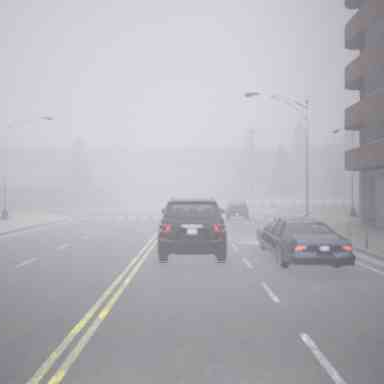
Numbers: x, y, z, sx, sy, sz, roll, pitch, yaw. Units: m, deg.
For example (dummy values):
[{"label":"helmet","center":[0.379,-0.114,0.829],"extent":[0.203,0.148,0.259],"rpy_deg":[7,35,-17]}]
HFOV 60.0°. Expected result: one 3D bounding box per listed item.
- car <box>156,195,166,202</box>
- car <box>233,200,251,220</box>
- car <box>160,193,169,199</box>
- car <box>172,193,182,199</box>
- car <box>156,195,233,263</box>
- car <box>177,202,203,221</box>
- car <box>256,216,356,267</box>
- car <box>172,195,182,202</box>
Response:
[{"label":"car","center":[-7.036,1.498,76.565],"extent":[1.994,1.385,4.181],"rpy_deg":[0,0,0]},{"label":"car","center":[3.931,1.486,28.456],"extent":[1.837,1.490,4.892],"rpy_deg":[-1,0,8]},{"label":"car","center":[-7.630,1.089,91.948],"extent":[2.033,1.411,5.357],"rpy_deg":[0,0,-11]},{"label":"car","center":[-4.200,1.101,92.643],"extent":[1.994,1.385,4.181],"rpy_deg":[0,0,-11]},{"label":"car","center":[0.028,1.213,12.140],"extent":[2.150,2.045,5.566],"rpy_deg":[0,0,1]},{"label":"car","center":[-0.265,1.581,27.837],"extent":[1.895,1.301,4.718],"rpy_deg":[0,0,-4]},{"label":"car","center":[3.519,1.540,11.290],"extent":[2.033,1.411,5.357],"rpy_deg":[0,0,1]},{"label":"car","center":[-3.536,1.470,77.147],"extent":[2.128,1.511,4.902],"rpy_deg":[0,0,0]}]
